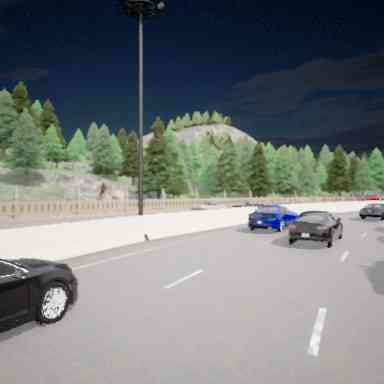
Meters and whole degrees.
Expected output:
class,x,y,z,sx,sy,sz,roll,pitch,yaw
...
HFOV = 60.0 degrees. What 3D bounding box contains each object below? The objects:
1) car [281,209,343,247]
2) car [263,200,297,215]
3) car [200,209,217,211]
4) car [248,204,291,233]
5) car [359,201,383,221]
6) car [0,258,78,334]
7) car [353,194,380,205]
class,x,y,z,sx,sy,sz,roll,pitch,yaw
car,5.831,1.610,15.522,1.812,1.442,4.674,0,0,31
car,10.184,1.732,38.264,1.812,1.442,4.674,0,-1,44
car,1.825,1.816,39.574,1.895,1.301,4.718,0,0,42
car,5.217,1.591,20.943,1.882,1.535,5.008,0,0,34
car,16.454,1.705,29.458,2.033,1.411,5.357,0,0,43
car,-3.772,1.531,4.739,1.837,1.490,4.892,0,0,23
car,34.266,1.471,65.127,5.566,2.045,2.150,0,0,-32
